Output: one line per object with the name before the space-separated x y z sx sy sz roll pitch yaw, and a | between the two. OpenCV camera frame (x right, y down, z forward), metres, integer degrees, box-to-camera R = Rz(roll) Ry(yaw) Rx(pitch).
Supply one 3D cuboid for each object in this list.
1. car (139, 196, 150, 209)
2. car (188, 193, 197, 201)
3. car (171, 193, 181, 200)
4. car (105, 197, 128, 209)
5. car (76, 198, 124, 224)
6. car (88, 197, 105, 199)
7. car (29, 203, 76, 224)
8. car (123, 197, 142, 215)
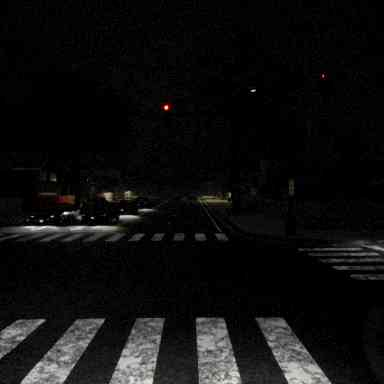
car | -6.610 1.336 43.814 1.837 1.490 4.892 0 1 0
car | 0.070 0.935 67.114 1.882 1.535 5.008 0 1 0
car | -3.184 0.937 67.802 2.128 1.511 4.902 0 1 0
car | -9.862 1.432 43.863 1.895 1.301 4.718 0 1 0
car | -6.611 1.468 24.512 1.837 1.490 4.892 0 0 0
car | -9.865 1.285 33.816 2.097 1.767 4.553 0 0 0
car | -9.863 1.511 24.432 2.033 1.411 5.357 0 0 0
car | -6.612 1.499 33.409 1.994 1.385 4.181 0 0 0
